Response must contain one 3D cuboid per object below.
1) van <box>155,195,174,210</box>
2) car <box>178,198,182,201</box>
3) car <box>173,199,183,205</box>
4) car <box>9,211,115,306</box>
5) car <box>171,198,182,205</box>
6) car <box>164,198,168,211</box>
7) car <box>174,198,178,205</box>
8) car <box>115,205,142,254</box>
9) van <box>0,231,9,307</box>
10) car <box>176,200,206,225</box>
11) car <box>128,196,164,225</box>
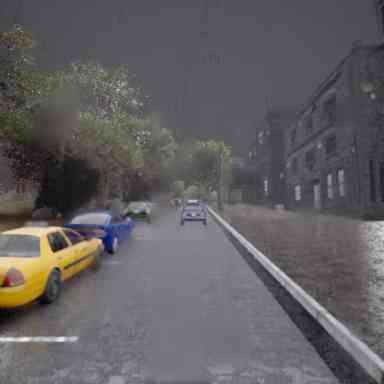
[{"bbox_3d":[-3.658,1.313,41.512,1.878,1.987,4.442,0,0,2],"label":"van"},{"bbox_3d":[-3.649,1.870,63.669,2.163,1.488,4.792,1,-2,2],"label":"car"},{"bbox_3d":[-3.665,2.509,85.937,2.163,1.488,4.792,0,-1,2],"label":"car"},{"bbox_3d":[-3.647,1.485,8.157,1.946,1.575,5.366,0,0,2],"label":"car"},{"bbox_3d":[-3.661,2.319,80.333,2.097,1.535,5.008,0,-1,2],"label":"car"},{"bbox_3d":[-3.659,1.560,30.251,2.002,1.452,4.674,0,0,2],"label":"car"},{"bbox_3d":[-3.664,1.422,46.935,2.185,1.767,4.553,0,0,2],"label":"car"},{"bbox_3d":[-3.656,1.494,13.537,2.097,1.535,5.008,0,0,2],"label":"car"},{"bbox_3d":[-3.650,1.256,2.519,1.878,1.987,4.442,0,0,2],"label":"van"},{"bbox_3d":[0.095,1.579,24.662,2.033,1.411,5.357,0,0,0],"label":"car"},{"bbox_3d":[-3.660,1.386,24.652,2.185,1.767,4.553,0,0,2],"label":"car"}]
